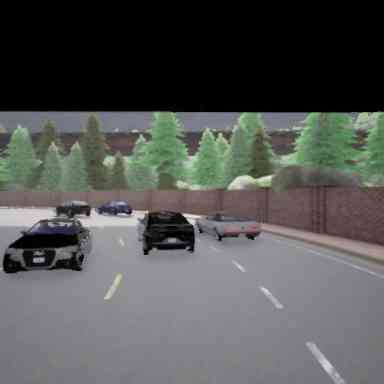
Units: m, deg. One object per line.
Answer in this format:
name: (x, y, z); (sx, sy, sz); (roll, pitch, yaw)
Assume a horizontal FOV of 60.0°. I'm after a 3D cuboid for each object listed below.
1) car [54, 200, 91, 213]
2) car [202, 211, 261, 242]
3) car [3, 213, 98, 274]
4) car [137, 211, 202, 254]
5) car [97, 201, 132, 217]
car: (-11.312, 1.554, 31.392); (4.892, 1.490, 1.837); (0, -1, 45)
car: (1.603, 1.627, 16.791); (1.895, 1.301, 4.718); (0, 0, -16)
car: (-4.333, 1.581, 10.618); (1.994, 1.385, 4.181); (0, 0, -10)
car: (-1.205, 1.499, 13.761); (1.882, 1.535, 5.008); (0, 0, -12)
car: (-7.582, 1.576, 32.552); (1.812, 1.442, 4.674); (0, 0, -42)
